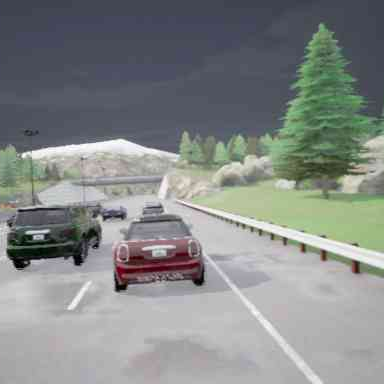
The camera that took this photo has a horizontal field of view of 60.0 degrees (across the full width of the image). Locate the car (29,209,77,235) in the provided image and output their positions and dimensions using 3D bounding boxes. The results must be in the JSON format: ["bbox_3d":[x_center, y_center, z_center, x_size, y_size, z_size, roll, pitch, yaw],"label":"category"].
[{"bbox_3d":[-9.724,2.014,23.586,1.994,1.385,4.181,-3,0,-7],"label":"car"}]

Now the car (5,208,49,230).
[{"bbox_3d":[-13.790,2.210,28.050,1.994,1.385,4.181,-3,0,-7],"label":"car"}]

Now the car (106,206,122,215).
[{"bbox_3d":[-7.074,1.909,30.750,1.895,1.301,4.718,-3,0,-7],"label":"car"}]

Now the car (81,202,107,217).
[{"bbox_3d":[-11.769,2.018,40.326,2.128,1.511,4.902,-3,0,-7],"label":"car"}]

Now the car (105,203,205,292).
[{"bbox_3d":[-0.979,1.386,9.475,2.097,1.767,4.553,-3,0,-7],"label":"car"}]

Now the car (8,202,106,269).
[{"bbox_3d":[-4.869,1.445,12.509,2.150,2.045,5.566,-3,0,-7],"label":"car"}]

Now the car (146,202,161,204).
[{"bbox_3d":[-3.419,1.619,29.615,2.128,1.511,4.902,-3,0,-7],"label":"car"}]
